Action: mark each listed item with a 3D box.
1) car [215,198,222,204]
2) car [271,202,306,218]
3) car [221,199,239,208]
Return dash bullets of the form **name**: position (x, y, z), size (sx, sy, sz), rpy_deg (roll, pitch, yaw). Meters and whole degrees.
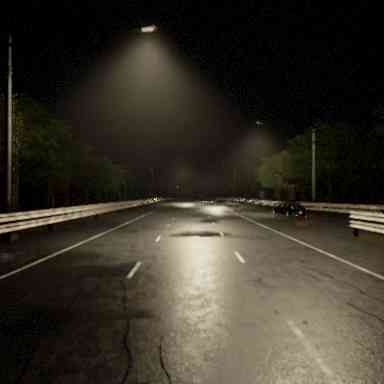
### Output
- **car**: position (7.009, 2.218, 85.077), size (2.128, 1.511, 4.902), rpy_deg (0, -1, 0)
- **car**: position (10.114, 1.793, 35.056), size (1.837, 1.490, 4.892), rpy_deg (-1, 0, -13)
- **car**: position (6.827, 2.046, 57.694), size (1.895, 1.301, 4.718), rpy_deg (0, 0, -3)
